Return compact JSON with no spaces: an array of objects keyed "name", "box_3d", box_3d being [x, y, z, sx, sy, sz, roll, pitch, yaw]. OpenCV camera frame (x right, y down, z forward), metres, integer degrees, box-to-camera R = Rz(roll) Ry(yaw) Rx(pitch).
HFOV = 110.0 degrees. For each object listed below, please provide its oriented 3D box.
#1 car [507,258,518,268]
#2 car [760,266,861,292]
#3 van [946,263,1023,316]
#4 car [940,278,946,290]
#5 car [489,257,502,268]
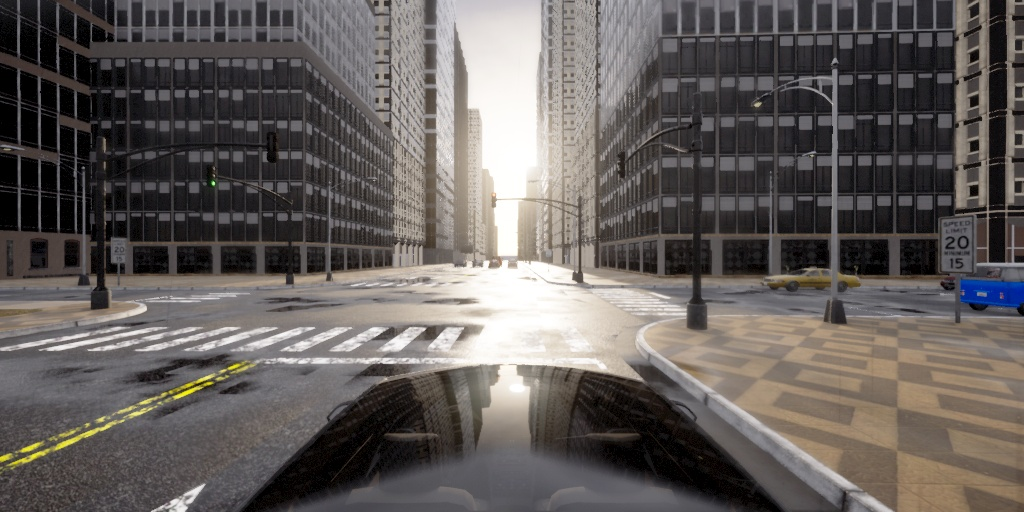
[{"name":"car","box_3d":[0.124,1.401,63.338,2.033,1.411,5.357,0,0,0]},{"name":"car","box_3d":[17.124,1.291,20.719,4.829,1.417,1.751,0,0,2]},{"name":"van","box_3d":[18.378,1.118,12.545,3.998,1.789,1.690,0,0,2]},{"name":"car","box_3d":[26.958,1.354,20.214,4.207,1.307,1.802,0,0,2]},{"name":"car","box_3d":[-3.126,1.379,63.344,1.812,1.442,4.674,0,0,0]}]
